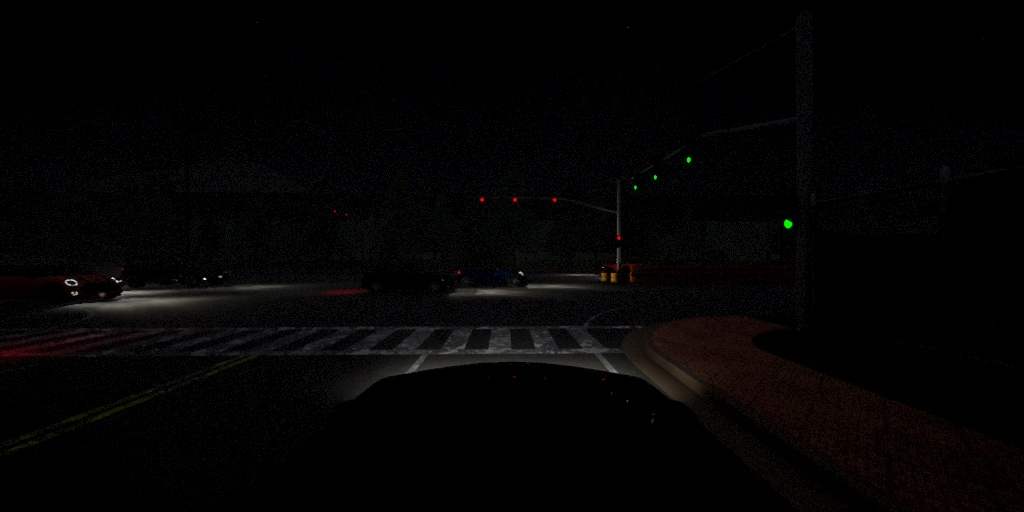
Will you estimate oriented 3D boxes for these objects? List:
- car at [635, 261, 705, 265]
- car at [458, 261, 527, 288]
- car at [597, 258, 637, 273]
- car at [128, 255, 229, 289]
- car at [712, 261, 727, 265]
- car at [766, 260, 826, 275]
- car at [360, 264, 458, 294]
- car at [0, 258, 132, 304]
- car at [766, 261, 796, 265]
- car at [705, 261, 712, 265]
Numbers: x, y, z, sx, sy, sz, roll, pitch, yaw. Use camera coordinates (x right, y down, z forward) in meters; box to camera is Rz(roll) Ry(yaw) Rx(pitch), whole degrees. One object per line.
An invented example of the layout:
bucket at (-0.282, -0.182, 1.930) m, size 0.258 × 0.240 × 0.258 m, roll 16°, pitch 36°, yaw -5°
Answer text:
car at (13.708, 1.255, 31.219) m, size 4.892 × 1.490 × 1.837 m, roll 0°, pitch 0°, yaw -2°
car at (-1.324, 1.102, 23.548) m, size 4.553 × 1.767 × 2.097 m, roll 0°, pitch 0°, yaw -2°
car at (11.419, 1.102, 38.151) m, size 4.553 × 1.767 × 2.097 m, roll 0°, pitch 0°, yaw -2°
car at (-21.484, 0.969, 22.919) m, size 5.566 × 2.045 × 2.150 m, roll 0°, pitch 0°, yaw -2°
car at (20.535, 1.255, 38.436) m, size 4.892 × 1.490 × 1.837 m, roll 0°, pitch 0°, yaw -2°
car at (30.586, 1.241, 38.741) m, size 4.902 × 1.511 × 2.128 m, roll 0°, pitch 0°, yaw -2°
car at (-5.756, 1.227, 19.907) m, size 5.008 × 1.535 × 1.882 m, roll 0°, pitch 0°, yaw -2°
car at (-20.102, 1.102, 15.690) m, size 4.553 × 1.767 × 2.097 m, roll 0°, pitch 0°, yaw 2°
car at (22.963, 1.351, 31.507) m, size 4.718 × 1.301 × 1.895 m, roll 0°, pitch 0°, yaw -2°
car at (16.352, 1.276, 34.802) m, size 4.674 × 1.442 × 1.812 m, roll 0°, pitch 0°, yaw -2°
